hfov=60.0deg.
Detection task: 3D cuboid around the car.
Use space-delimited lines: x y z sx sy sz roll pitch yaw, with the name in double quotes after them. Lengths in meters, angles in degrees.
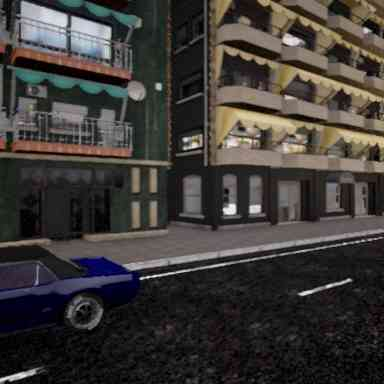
-3.323 1.601 5.248 4.718 1.301 1.895 0 0 -35 "car"
